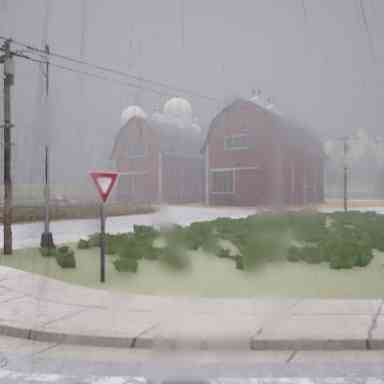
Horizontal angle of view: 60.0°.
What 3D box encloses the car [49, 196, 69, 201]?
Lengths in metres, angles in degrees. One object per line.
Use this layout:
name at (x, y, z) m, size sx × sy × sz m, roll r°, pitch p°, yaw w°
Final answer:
car at (-22.354, 1.360, 55.028) m, size 5.008 × 1.535 × 1.882 m, roll 0°, pitch 0°, yaw 33°
